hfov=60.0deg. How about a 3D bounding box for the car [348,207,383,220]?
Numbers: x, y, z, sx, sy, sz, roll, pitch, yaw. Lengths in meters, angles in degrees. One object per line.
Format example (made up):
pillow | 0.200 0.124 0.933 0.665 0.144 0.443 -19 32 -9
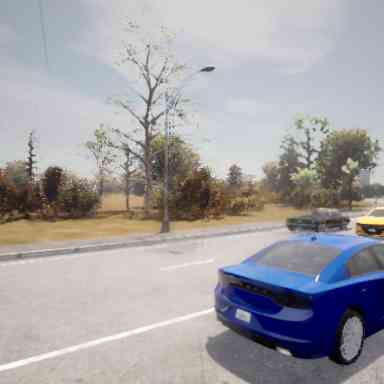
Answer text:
car | 10.180 1.506 17.194 5.008 1.535 1.882 0 0 -44

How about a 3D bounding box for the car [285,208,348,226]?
car | 7.381 1.633 19.330 4.718 1.301 1.895 0 0 -43

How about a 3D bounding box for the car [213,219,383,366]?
car | 2.641 1.490 5.922 5.008 1.535 1.882 0 0 -38
